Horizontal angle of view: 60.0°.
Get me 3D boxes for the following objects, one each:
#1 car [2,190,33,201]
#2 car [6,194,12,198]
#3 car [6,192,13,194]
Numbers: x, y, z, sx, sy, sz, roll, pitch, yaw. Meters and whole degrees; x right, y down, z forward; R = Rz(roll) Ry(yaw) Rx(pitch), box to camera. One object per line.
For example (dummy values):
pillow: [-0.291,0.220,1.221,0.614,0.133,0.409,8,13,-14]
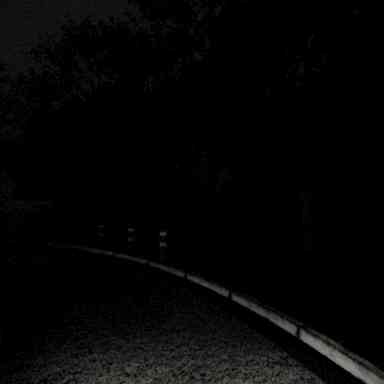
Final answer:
car: [-35.857,0.751,68.440,5.566,2.045,2.435,-1,1,20]
car: [-29.128,1.395,48.387,4.792,1.488,2.163,-1,2,19]
car: [-28.180,1.278,51.003,5.008,1.535,2.097,-1,2,19]
